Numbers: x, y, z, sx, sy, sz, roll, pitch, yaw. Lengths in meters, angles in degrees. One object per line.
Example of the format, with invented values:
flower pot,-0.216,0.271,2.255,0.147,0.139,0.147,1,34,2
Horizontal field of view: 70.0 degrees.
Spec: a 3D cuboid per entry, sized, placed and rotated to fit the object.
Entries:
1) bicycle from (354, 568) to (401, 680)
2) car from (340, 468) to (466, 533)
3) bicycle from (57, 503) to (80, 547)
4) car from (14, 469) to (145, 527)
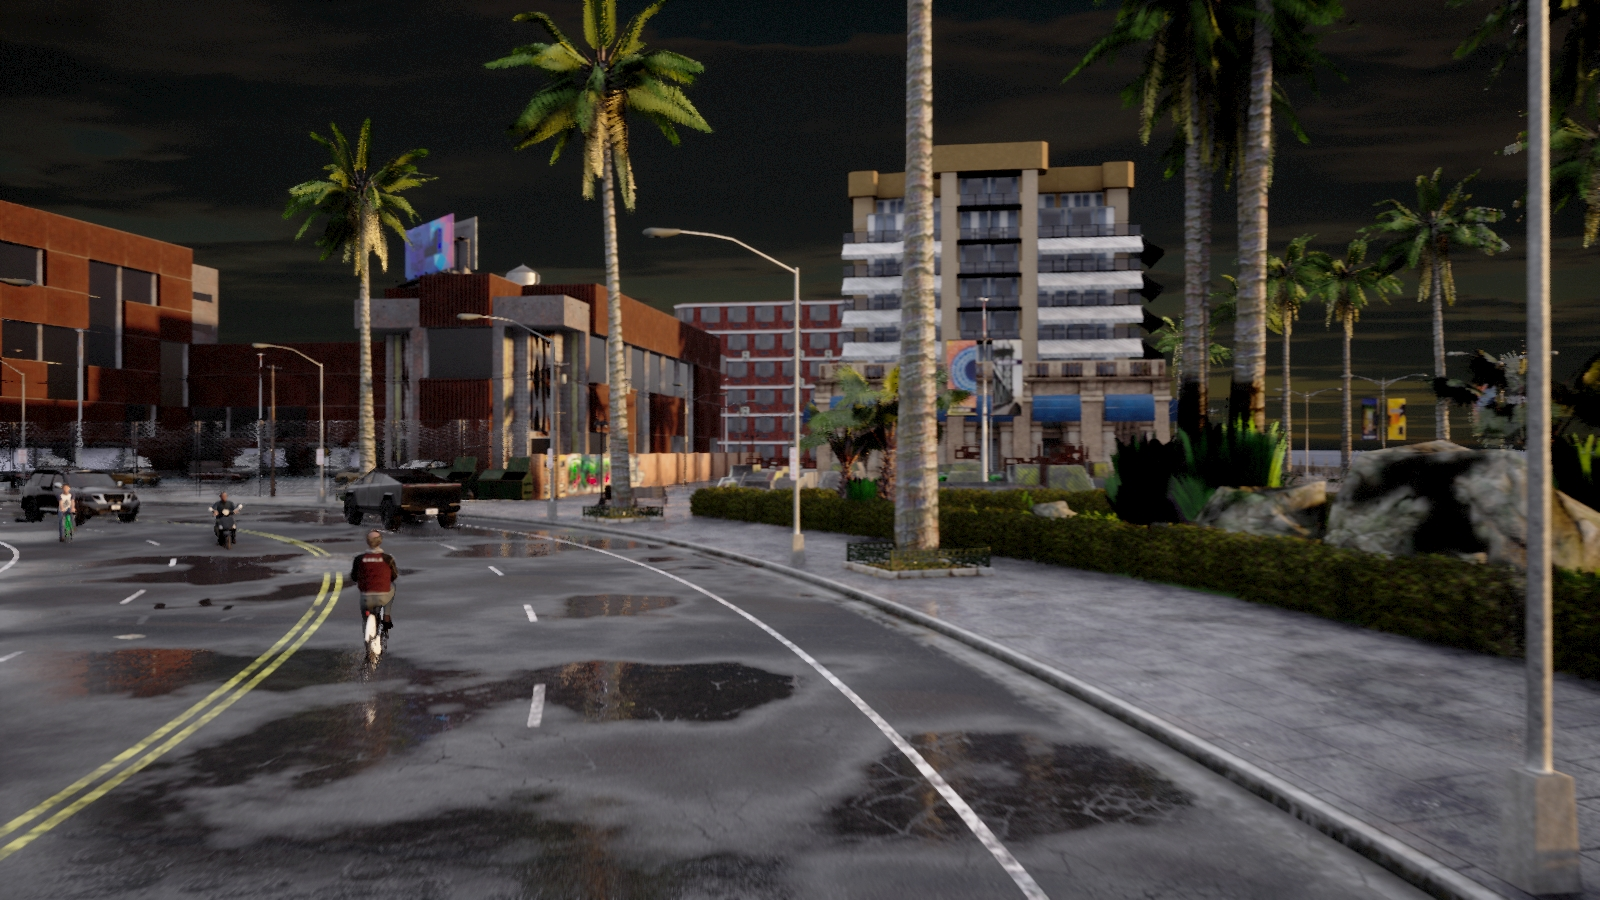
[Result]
bicycle,-5.463,2.212,14.827,0.329,1.171,1.835,0,0,-13
car,-14.566,1.760,41.629,2.390,2.098,6.274,0,0,-39
bicycle,-21.680,2.215,33.849,0.373,1.196,1.643,-1,1,-39
car,-27.897,1.791,44.181,5.566,2.045,2.150,0,0,33
